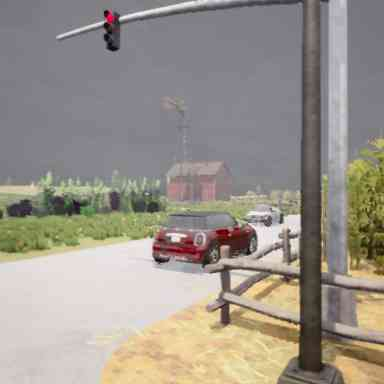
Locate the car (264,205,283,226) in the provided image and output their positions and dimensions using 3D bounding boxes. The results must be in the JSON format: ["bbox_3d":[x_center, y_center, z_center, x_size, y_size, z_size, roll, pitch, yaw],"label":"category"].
[{"bbox_3d":[5.602,1.721,25.513,1.812,1.442,4.674,0,0,32],"label":"car"}]

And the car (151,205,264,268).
[{"bbox_3d":[0.637,1.433,11.620,2.097,1.767,4.553,0,0,32],"label":"car"}]

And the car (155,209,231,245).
[{"bbox_3d":[0.199,1.678,16.962,1.994,1.385,4.181,0,0,32],"label":"car"}]
